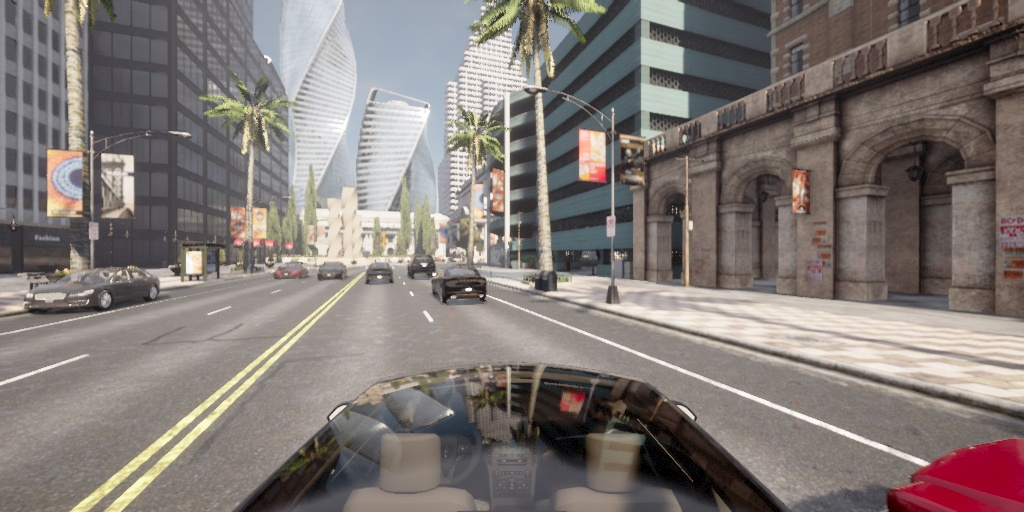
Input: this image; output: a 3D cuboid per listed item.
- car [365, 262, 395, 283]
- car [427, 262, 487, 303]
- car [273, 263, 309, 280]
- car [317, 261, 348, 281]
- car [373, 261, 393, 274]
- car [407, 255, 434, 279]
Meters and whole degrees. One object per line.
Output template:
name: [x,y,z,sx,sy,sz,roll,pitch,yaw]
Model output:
car: [-10.080,1.228,27.342,1.837,1.490,4.892,0,0,-20]
car: [-2.602,1.210,16.843,1.882,1.535,5.008,0,0,-20]
car: [-18.984,1.286,30.954,1.994,1.385,4.181,0,0,-19]
car: [-14.961,1.199,30.042,1.882,1.535,5.008,0,0,-19]
car: [-15.279,1.307,42.602,1.895,1.301,4.718,0,0,-16]
car: [-8.335,0.935,32.854,2.150,2.045,5.566,0,0,-20]
